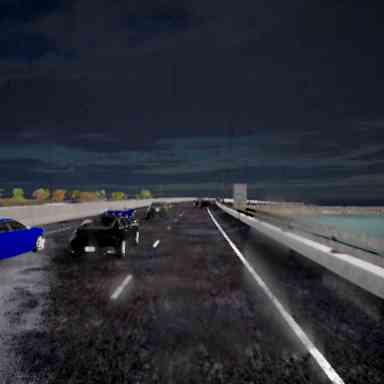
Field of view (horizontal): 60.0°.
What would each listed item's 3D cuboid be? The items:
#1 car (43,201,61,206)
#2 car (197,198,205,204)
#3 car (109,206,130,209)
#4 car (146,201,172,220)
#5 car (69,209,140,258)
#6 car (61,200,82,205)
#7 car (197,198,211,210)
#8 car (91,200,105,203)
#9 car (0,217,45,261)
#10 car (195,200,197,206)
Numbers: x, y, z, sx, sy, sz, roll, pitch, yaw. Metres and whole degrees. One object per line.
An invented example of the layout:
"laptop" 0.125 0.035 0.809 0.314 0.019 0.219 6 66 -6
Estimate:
"car" -23.562 2.225 56.756 1.895 1.301 4.718 0 -1 2
"car" 2.625 2.560 93.619 2.128 1.511 4.902 0 -1 3
"car" -6.596 1.924 30.640 1.895 1.301 4.718 0 -1 1
"car" -3.065 1.691 32.112 2.097 1.767 4.553 0 -1 1
"car" -3.330 1.645 13.344 1.837 1.490 4.892 0 0 0
"car" -20.069 2.148 56.642 1.812 1.442 4.674 0 -1 2
"car" 2.144 2.101 54.800 1.837 1.490 4.892 0 -1 2
"car" -16.502 2.121 58.482 1.882 1.535 5.008 0 -1 3
"car" -6.847 1.596 11.378 1.882 1.535 5.008 0 -1 0
"car" 1.633 2.289 73.629 2.033 1.411 5.357 0 -1 3
